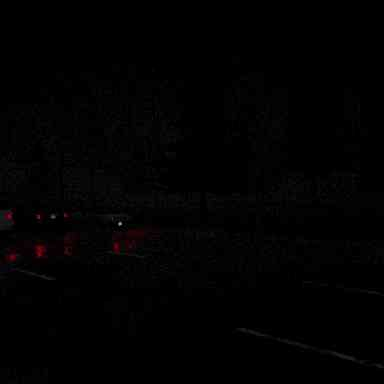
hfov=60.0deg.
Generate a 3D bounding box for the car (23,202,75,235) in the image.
[{"bbox_3d":[-9.204,1.366,19.156,4.553,1.767,2.097,0,0,36],"label":"car"}]

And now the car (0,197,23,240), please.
[{"bbox_3d":[-10.724,1.235,15.943,5.566,2.045,2.150,0,0,36],"label":"car"}]

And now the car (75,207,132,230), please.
[{"bbox_3d":[-6.118,1.614,21.255,4.718,1.301,1.895,0,0,36],"label":"car"}]
